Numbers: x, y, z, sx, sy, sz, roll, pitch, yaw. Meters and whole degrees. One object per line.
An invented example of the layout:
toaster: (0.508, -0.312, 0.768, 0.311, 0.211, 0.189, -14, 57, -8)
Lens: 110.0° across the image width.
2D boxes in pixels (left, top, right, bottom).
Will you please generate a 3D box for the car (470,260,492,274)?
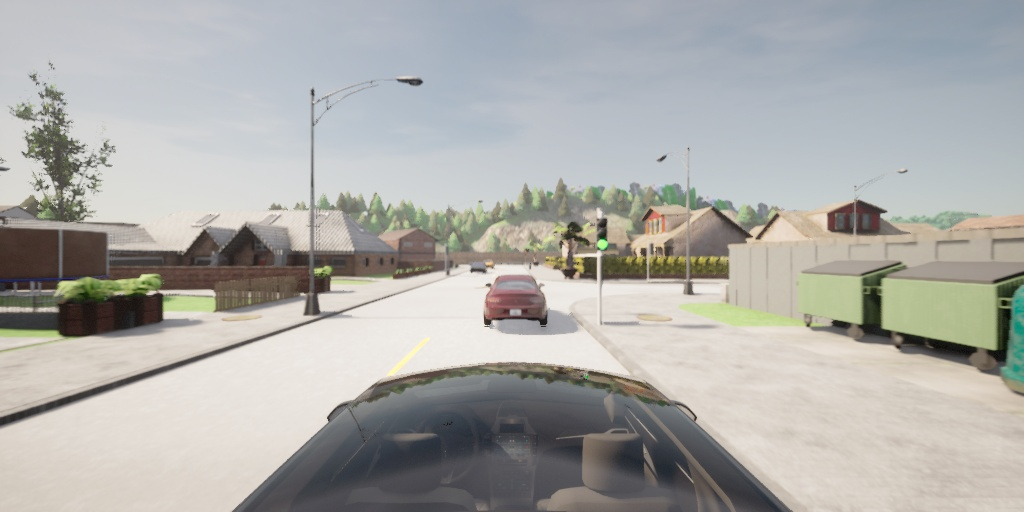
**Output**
car: (-4.023, 1.399, 44.122, 2.033, 1.411, 5.357, 0, 0, 0)

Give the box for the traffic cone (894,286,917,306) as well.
traffic cone: (15.813, 1.599, 14.406, 0.344, 0.586, 0.344, 0, 0, 0)

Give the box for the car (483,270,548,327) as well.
car: (0.103, 1.300, 11.574, 1.812, 1.442, 4.674, 0, 0, 0)

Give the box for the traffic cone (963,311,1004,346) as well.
traffic cone: (10.398, 1.597, 7.919, 0.344, 0.586, 0.344, 0, 0, 0)

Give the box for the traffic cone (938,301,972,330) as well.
traffic cone: (11.760, 1.580, 9.528, 0.344, 0.586, 0.344, 0, 0, 0)

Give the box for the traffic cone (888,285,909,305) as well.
traffic cone: (16.334, 1.630, 15.125, 0.344, 0.586, 0.344, 0, 0, 0)

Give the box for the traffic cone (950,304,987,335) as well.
traffic cone: (11.399, 1.575, 8.958, 0.344, 0.586, 0.344, 0, 0, 0)

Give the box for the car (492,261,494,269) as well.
car: (-3.963, 1.365, 59.345, 1.882, 1.535, 5.008, 0, 0, 1)
